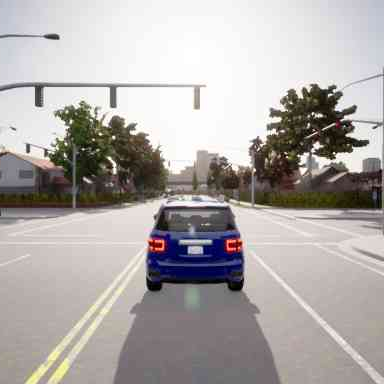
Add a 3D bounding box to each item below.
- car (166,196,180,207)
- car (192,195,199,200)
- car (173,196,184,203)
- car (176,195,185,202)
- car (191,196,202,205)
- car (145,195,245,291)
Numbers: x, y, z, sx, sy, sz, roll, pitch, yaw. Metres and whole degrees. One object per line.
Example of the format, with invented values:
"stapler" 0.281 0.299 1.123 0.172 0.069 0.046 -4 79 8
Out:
"car" -2.896 1.477 51.621 1.882 1.535 5.008 0 0 1
"car" 0.954 1.549 93.668 1.994 1.385 4.181 0 0 0
"car" -2.718 1.547 68.355 2.033 1.411 5.357 0 0 1
"car" -2.641 1.524 78.641 1.812 1.442 4.674 0 0 0
"car" 0.828 1.477 58.004 1.882 1.535 5.008 0 0 0
"car" 0.069 1.222 9.162 2.150 2.045 5.566 0 0 0
